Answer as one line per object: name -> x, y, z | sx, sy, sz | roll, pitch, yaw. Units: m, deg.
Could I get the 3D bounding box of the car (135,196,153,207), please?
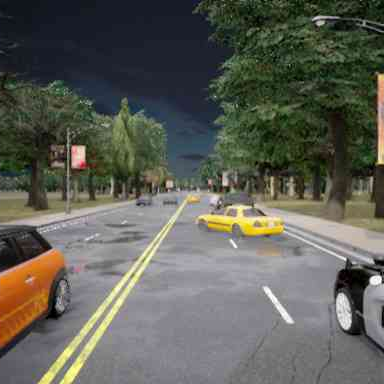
car -> -6.317, 1.249, 44.621 | 2.033, 1.411, 5.357 | 0, 0, 0

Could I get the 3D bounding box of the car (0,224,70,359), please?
car -> -3.318, 1.324, 4.244 | 2.097, 1.767, 4.553 | 0, 0, 0

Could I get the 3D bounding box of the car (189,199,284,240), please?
car -> 2.116, 1.349, 16.557 | 1.801, 1.575, 5.366 | 0, 0, -30

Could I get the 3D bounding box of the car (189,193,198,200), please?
car -> 0.358, 0.957, 79.114 | 2.128, 1.511, 4.902 | 0, 0, 0

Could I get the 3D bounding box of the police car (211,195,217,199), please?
police car -> 3.493, 1.263, 36.607 | 2.038, 1.542, 4.974 | 0, 0, 0

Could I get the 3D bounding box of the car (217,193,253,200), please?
car -> 3.434, 1.053, 25.630 | 2.150, 2.045, 5.566 | 0, 0, 0

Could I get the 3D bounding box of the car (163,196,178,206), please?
car -> -3.046, 1.244, 47.561 | 1.994, 1.385, 4.181 | 0, 0, 0

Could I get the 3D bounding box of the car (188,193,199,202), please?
car -> 0.352, 1.070, 59.272 | 1.882, 1.535, 5.008 | 0, 1, 1

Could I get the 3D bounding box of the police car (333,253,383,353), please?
police car -> 3.280, 1.401, 3.701 | 1.930, 1.638, 5.238 | 0, 0, 0
